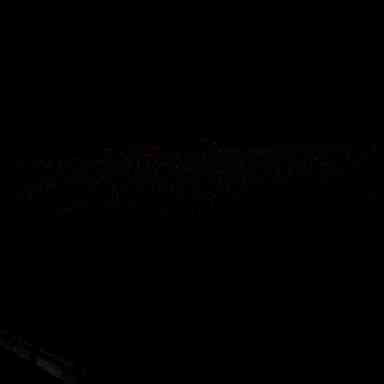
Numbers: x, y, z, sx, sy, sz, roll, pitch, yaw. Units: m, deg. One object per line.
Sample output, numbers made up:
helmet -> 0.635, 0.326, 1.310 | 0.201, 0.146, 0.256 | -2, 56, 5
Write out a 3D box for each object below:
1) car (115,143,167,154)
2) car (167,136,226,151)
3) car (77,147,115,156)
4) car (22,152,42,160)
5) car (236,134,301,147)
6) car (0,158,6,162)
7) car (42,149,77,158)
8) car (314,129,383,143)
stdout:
car -> -4.124, -3.700, 30.092 | 5.008, 1.535, 2.097 | 1, 1, 32
car -> 0.629, -3.741, 27.274 | 4.553, 1.767, 2.185 | 1, 1, 31
car -> -8.835, -3.744, 33.023 | 4.674, 1.452, 2.002 | 1, 1, 33
car -> -18.047, -3.924, 39.155 | 4.892, 1.521, 2.231 | 1, 0, 34
car -> 5.621, -3.500, 24.472 | 4.792, 1.488, 2.163 | 1, 1, 29
car -> -27.087, -4.146, 45.316 | 4.553, 1.767, 2.185 | 1, 0, 34
car -> -13.481, -3.863, 36.053 | 4.892, 1.521, 2.231 | 1, 0, 34
car -> 10.485, -3.406, 21.863 | 4.674, 1.452, 2.002 | 1, 1, 28
